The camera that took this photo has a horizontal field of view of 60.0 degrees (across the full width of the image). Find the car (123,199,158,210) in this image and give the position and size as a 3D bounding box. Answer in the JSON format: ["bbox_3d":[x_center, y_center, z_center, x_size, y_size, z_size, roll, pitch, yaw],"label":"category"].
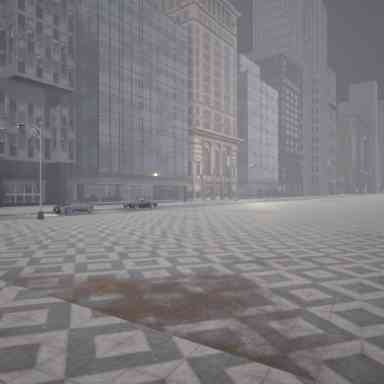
[{"bbox_3d":[-6.688,1.599,43.272,1.895,1.301,4.718,0,0,36],"label":"car"}]

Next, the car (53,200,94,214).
[{"bbox_3d":[-12.460,1.576,35.163,1.994,1.385,4.181,0,0,37],"label":"car"}]
